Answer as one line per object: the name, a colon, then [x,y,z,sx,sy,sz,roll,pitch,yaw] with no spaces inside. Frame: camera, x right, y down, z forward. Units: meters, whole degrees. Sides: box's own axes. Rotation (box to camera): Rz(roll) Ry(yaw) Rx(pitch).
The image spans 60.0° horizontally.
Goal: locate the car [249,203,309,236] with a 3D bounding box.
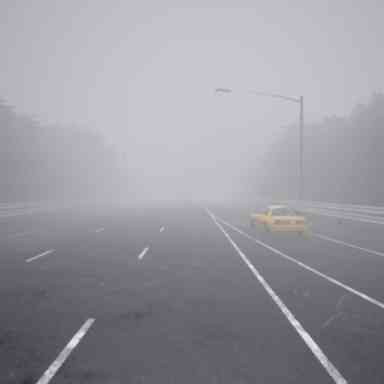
car: [4.450,1.377,17.854,1.801,1.575,5.366,0,0,-4]
